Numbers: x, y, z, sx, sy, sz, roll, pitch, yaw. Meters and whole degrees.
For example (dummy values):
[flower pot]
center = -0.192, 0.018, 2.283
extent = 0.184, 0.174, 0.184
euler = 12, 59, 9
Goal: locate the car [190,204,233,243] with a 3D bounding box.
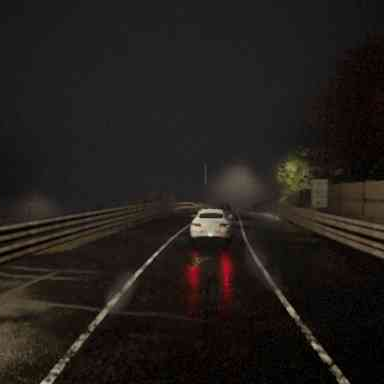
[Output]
[car]
center = 0.971, 1.520, 15.973
extent = 1.812, 1.442, 4.674
euler = 0, 0, 5
